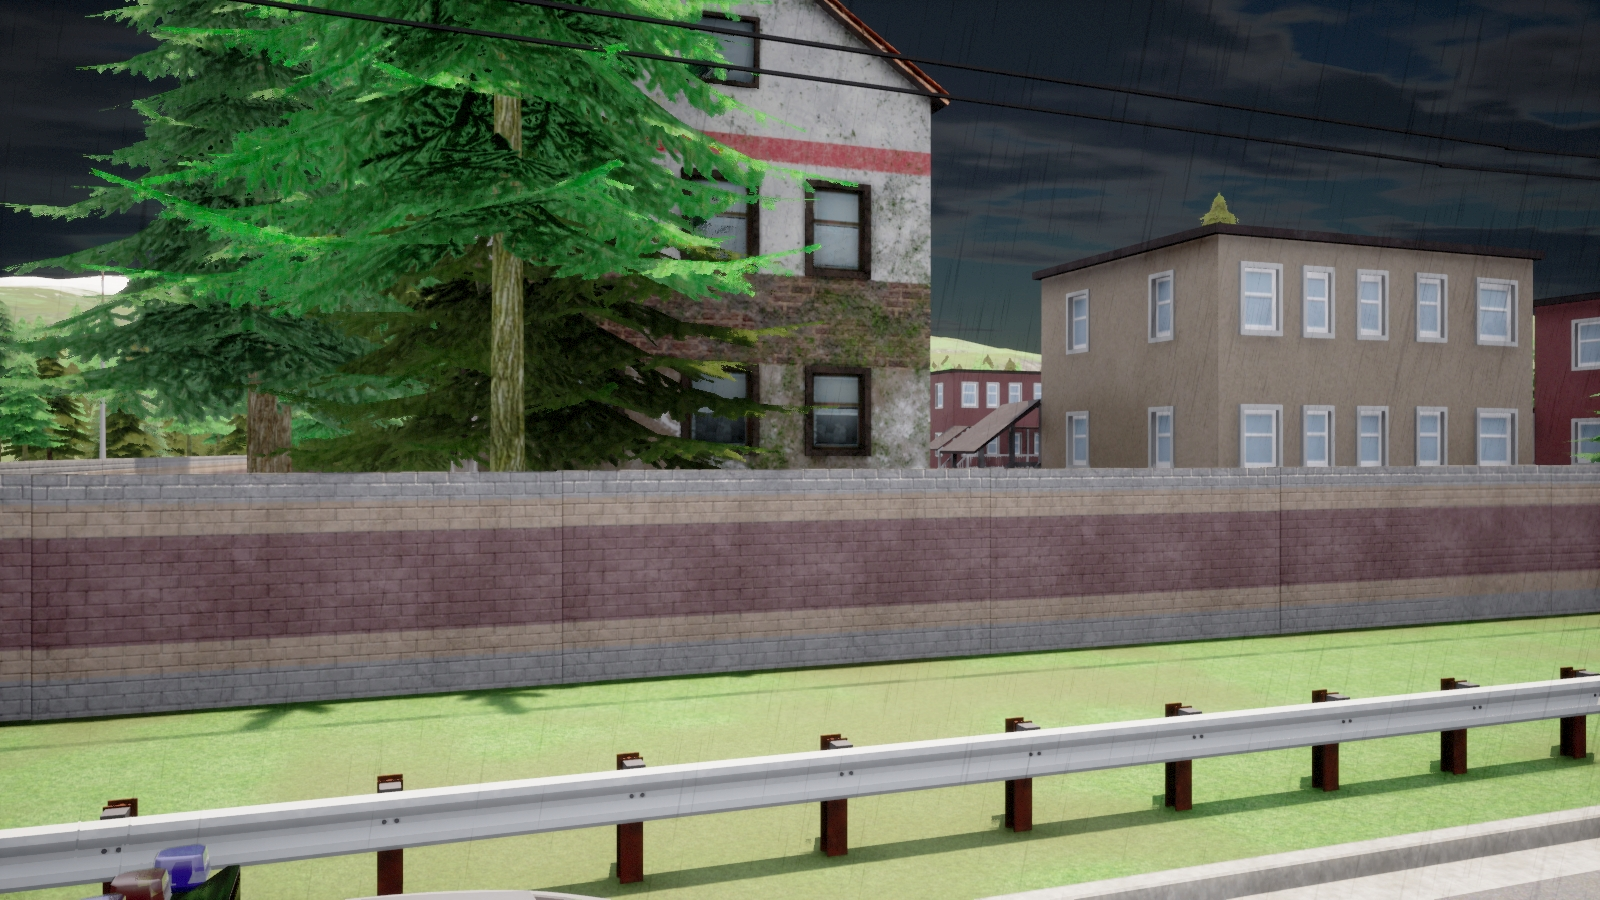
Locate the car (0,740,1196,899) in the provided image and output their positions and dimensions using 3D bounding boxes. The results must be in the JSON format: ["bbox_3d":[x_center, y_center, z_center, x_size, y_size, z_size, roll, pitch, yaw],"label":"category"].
[{"bbox_3d":[-1.671,1.982,2.695,5.238,1.638,2.097,0,0,-20],"label":"car"}]
